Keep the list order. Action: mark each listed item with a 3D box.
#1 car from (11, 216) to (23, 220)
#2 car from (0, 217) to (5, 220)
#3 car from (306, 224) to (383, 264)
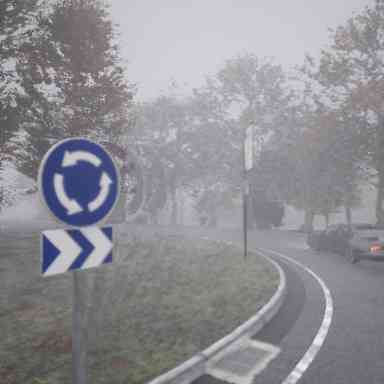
[{"bbox_3d":[-38.243,5.928,72.534,1.895,1.301,4.718,0,-6,-26],"label":"car"},{"bbox_3d":[-43.749,6.456,75.935,1.837,1.490,4.892,0,-6,-26],"label":"car"},{"bbox_3d":[6.639,2.024,13.796,2.033,1.411,5.357,0,-1,-5],"label":"car"}]
